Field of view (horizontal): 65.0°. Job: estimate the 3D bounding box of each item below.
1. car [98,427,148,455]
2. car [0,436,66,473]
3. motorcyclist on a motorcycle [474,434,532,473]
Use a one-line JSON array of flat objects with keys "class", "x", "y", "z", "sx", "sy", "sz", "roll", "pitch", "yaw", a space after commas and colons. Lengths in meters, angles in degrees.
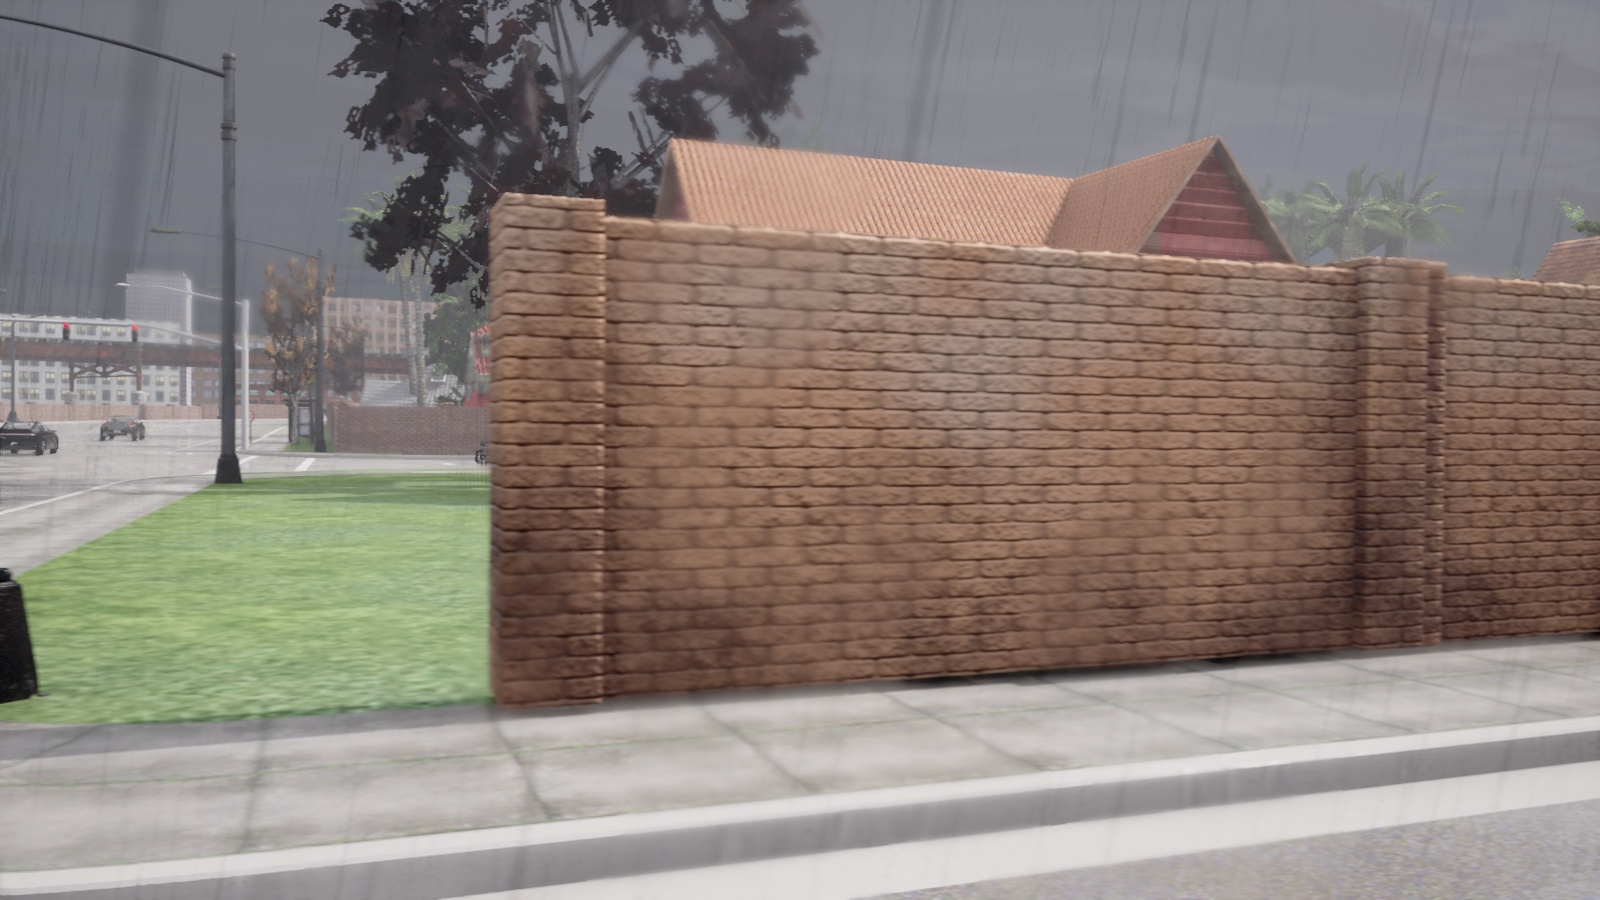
[{"class": "car", "x": -44.178, "y": -0.631, "z": 82.015, "sx": 2.152, "sy": 1.651, "sz": 5.027, "roll": -1, "pitch": 2, "yaw": -20}, {"class": "car", "x": -34.763, "y": 0.178, "z": 56.532, "sx": 2.128, "sy": 1.511, "sz": 4.902, "roll": -1, "pitch": 1, "yaw": -20}, {"class": "motorcyclist on a motorcycle", "x": -12.090, "y": 0.121, "z": 51.112, "sx": 2.191, "sy": 1.530, "sz": 0.866, "roll": -1, "pitch": 1, "yaw": -22}]
